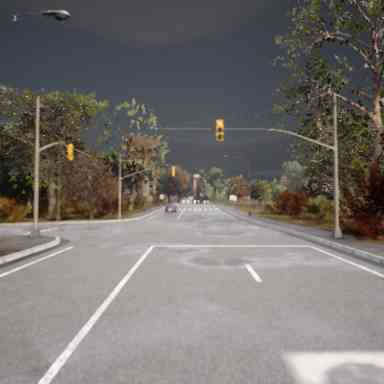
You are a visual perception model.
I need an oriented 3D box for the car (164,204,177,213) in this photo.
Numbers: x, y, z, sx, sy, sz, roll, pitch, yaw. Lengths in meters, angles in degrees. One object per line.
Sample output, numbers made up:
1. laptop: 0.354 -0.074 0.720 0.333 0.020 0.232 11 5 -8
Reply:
1. car: -3.468 2.715 55.417 2.128 1.511 4.902 0 0 0
